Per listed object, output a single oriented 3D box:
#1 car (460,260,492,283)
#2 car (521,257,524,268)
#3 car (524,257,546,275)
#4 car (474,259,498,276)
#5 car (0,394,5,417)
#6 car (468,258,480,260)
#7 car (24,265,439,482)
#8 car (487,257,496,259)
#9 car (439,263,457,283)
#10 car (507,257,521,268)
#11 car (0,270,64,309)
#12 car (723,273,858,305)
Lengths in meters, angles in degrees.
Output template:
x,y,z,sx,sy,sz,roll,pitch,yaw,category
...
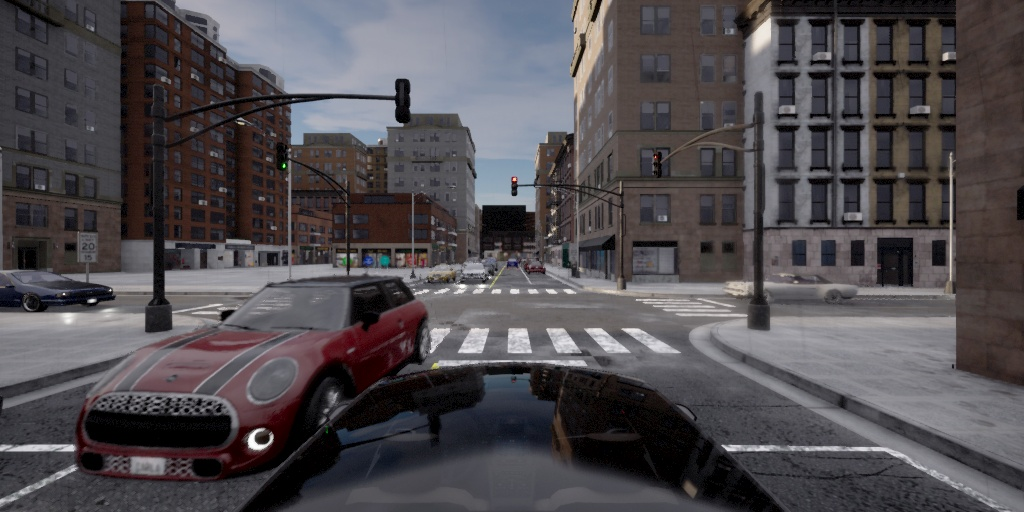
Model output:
x,y,z,sx,sy,sz,roll,pitch,yaw,category
-2.856,1.276,28.106,1.812,1.442,4.674,0,0,0,car
2.621,1.066,45.124,2.192,1.841,5.009,0,0,0,car
2.624,1.191,39.462,1.967,1.591,4.097,0,0,0,car
-2.850,1.315,37.898,1.994,1.385,4.181,0,0,1,car
-5.388,1.300,1.290,2.007,1.370,4.403,0,0,0,car
-5.404,1.302,45.121,2.007,1.370,4.403,0,0,0,car
-2.767,1.102,5.134,2.097,1.767,4.553,0,0,5,car
-2.852,1.244,48.095,2.128,1.511,4.902,0,0,0,car
-5.397,1.276,27.965,1.751,1.417,4.829,0,0,0,car
0.083,1.231,61.562,1.882,1.535,5.008,0,0,0,car
-17.807,1.216,12.935,5.357,1.411,2.033,0,0,0,car
12.205,1.420,15.991,4.718,1.301,1.895,0,0,2,car
